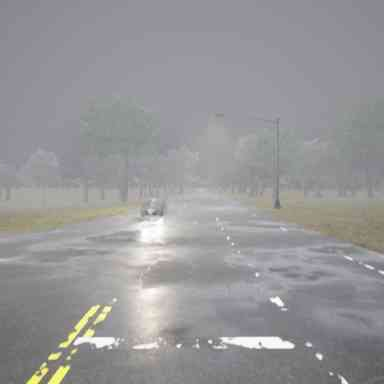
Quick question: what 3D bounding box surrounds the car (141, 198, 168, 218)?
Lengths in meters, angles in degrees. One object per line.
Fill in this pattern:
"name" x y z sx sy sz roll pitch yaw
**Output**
"car" -3.211 1.314 28.823 2.128 1.511 4.902 0 1 2
